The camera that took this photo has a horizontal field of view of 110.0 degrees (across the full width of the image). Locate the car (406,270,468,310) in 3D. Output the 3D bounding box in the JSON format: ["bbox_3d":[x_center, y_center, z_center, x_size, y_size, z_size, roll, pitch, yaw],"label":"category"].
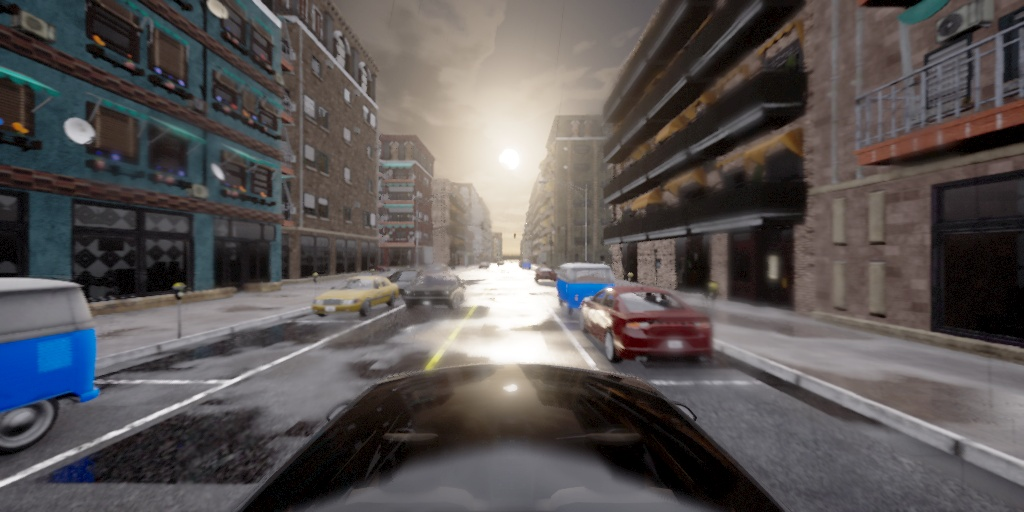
[{"bbox_3d":[-3.104,1.437,15.350,1.895,1.301,4.718,0,0,0],"label":"car"}]

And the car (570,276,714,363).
[{"bbox_3d":[2.688,1.335,8.128,1.888,1.381,4.507,0,0,0],"label":"car"}]

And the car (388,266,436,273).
[{"bbox_3d":[-5.696,1.431,19.474,1.948,1.339,4.313,0,0,0],"label":"car"}]

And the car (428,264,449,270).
[{"bbox_3d":[-5.741,1.358,26.985,1.967,1.591,4.097,0,0,0],"label":"car"}]

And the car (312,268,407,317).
[{"bbox_3d":[-5.695,1.352,13.643,1.751,1.417,4.829,0,0,0],"label":"car"}]

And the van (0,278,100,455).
[{"bbox_3d":[-5.691,1.095,2.491,1.690,1.789,3.998,0,0,0],"label":"van"}]

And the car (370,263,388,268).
[{"bbox_3d":[-17.755,1.533,45.947,4.207,1.307,1.802,0,0,0],"label":"car"}]

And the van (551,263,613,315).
[{"bbox_3d":[2.686,1.168,13.788,1.690,1.789,3.998,0,0,0],"label":"van"}]

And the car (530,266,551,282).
[{"bbox_3d":[2.788,1.529,30.768,1.802,1.307,4.207,0,0,0],"label":"car"}]
